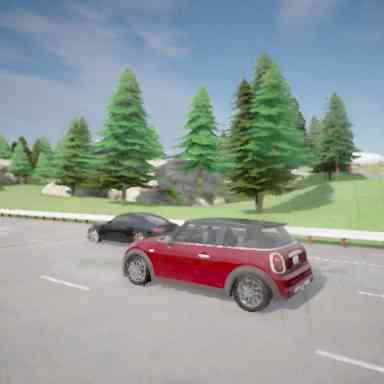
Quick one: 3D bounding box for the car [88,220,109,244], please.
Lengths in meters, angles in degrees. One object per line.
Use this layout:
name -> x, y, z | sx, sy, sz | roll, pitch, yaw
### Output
car -> -2.583, 1.606, 14.574 | 4.674, 1.442, 1.812 | 0, 0, 36

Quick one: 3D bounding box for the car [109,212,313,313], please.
car -> 0.402, 1.399, 8.030 | 4.553, 1.767, 2.097 | 0, 0, 36
